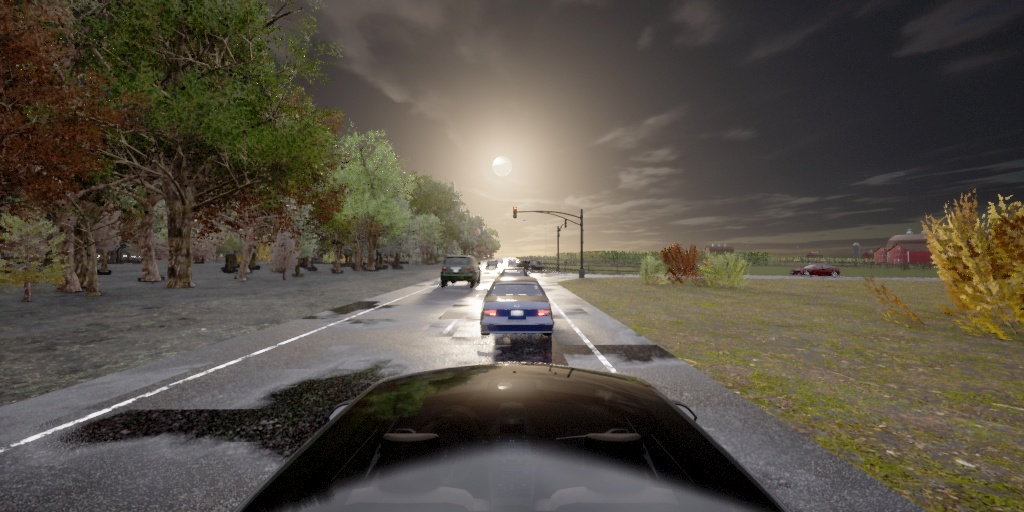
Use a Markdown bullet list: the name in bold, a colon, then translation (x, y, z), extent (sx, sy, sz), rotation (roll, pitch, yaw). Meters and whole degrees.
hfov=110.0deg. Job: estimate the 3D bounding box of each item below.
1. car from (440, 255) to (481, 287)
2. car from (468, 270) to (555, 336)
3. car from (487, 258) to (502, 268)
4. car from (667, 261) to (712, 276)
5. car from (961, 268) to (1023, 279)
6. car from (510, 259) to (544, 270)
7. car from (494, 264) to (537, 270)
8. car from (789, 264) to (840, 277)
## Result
- **car**: translation (-3.389, 0.977, 24.404), extent (2.150, 2.045, 5.566), rotation (0, 0, 0)
- **car**: translation (0.105, 1.300, 10.396), extent (2.033, 1.411, 5.357), rotation (0, 0, 0)
- **car**: translation (-3.374, 1.246, 62.408), extent (2.128, 1.511, 4.902), rotation (0, 0, 0)
- **car**: translation (20.594, 1.383, 41.754), extent (4.553, 1.767, 2.097), rotation (1, -1, 0)
- **car**: translation (51.436, 1.910, 37.965), extent (4.718, 1.301, 1.895), rotation (1, -1, 1)
- **car**: translation (2.239, 1.277, 47.769), extent (1.837, 1.490, 4.892), rotation (-2, 2, -37)
- **car**: translation (0.114, 1.318, 19.638), extent (1.994, 1.385, 4.181), rotation (0, 0, 0)
- **car**: translation (35.117, 1.669, 41.676), extent (5.008, 1.535, 1.882), rotation (0, -1, 0)
